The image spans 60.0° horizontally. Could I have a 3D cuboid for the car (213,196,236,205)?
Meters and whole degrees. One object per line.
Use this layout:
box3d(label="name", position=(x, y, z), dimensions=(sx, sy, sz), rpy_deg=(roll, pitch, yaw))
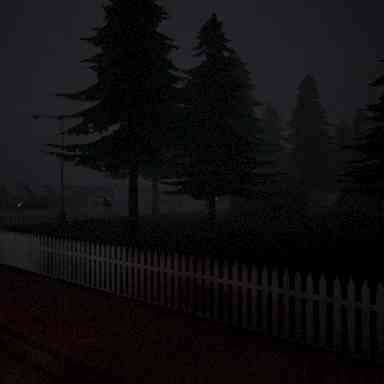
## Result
box3d(label="car", position=(5.941, 1.477, 60.126), dimensions=(1.882, 1.535, 5.008), rpy_deg=(0, 0, 34))

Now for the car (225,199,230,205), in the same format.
box3d(label="car", position=(4.292, 1.221, 51.455), dimensions=(2.150, 2.045, 5.566), rpy_deg=(0, 0, 34))

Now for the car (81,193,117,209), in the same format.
box3d(label="car", position=(-12.537, 1.221, 45.704), dimensions=(2.150, 2.045, 5.566), rpy_deg=(0, 0, 34))

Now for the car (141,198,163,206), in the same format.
box3d(label="car", position=(-6.801, 1.491, 54.093), dimensions=(2.128, 1.511, 4.902), rpy_deg=(0, 0, 35))

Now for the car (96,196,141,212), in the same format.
box3d(label="car", position=(-8.500, 1.525, 38.871), dimensions=(1.812, 1.442, 4.674), rpy_deg=(0, 0, 34))

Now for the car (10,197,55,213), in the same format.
box3d(label="car", position=(-18.032, 1.352, 37.629), dimensions=(2.097, 1.767, 4.553), rpy_deg=(0, 0, 34))

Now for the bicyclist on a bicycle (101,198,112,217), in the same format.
box3d(label="bicyclist on a bicycle", position=(-7.176, 1.302, 27.836), dimensions=(1.656, 1.620, 0.582), rpy_deg=(0, 0, 34))
